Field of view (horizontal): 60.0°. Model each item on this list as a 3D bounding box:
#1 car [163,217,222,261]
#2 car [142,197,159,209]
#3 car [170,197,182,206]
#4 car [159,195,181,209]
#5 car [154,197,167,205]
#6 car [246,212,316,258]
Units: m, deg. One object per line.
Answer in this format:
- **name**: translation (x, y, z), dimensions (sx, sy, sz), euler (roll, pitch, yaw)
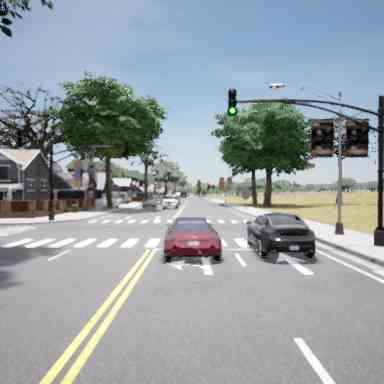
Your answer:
- **car**: translation (-0.073, 1.627, 12.661), dimensions (1.994, 1.385, 4.181), euler (0, 0, -4)
- **car**: translation (-6.462, 1.820, 50.964), dimensions (1.994, 1.385, 4.181), euler (0, 0, 0)
- **car**: translation (-3.118, 1.827, 65.380), dimensions (2.128, 1.511, 4.902), euler (0, 0, 1)
- **car**: translation (-3.223, 1.469, 49.608), dimensions (2.150, 2.045, 5.566), euler (0, 0, 0)
- **car**: translation (-6.352, 1.837, 66.676), dimensions (2.128, 1.511, 4.902), euler (0, 0, 0)
- **car**: translation (3.331, 1.571, 13.132), dimensions (1.837, 1.490, 4.892), euler (0, 0, 1)
